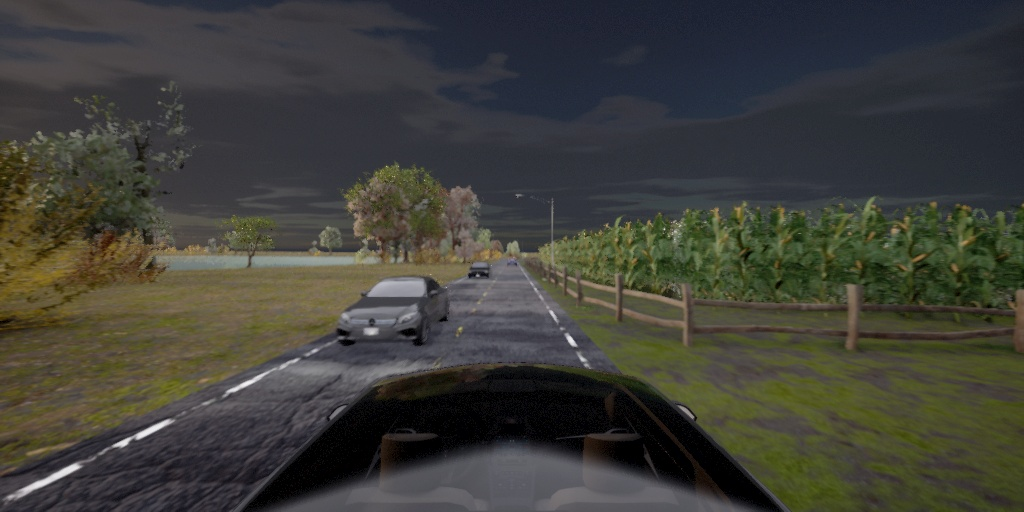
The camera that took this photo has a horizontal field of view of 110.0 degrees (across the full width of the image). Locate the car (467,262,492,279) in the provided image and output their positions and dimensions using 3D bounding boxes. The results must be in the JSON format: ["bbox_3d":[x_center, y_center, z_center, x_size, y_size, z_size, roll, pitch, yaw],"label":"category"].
[{"bbox_3d":[-2.770,1.220,32.061,2.033,1.411,5.357,0,0,1],"label":"car"}]

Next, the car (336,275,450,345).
[{"bbox_3d":[-2.833,1.255,9.548,1.812,1.442,4.674,0,0,0],"label":"car"}]

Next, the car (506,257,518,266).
[{"bbox_3d":[0.023,1.123,65.345,1.812,1.442,4.674,0,0,0],"label":"car"}]
